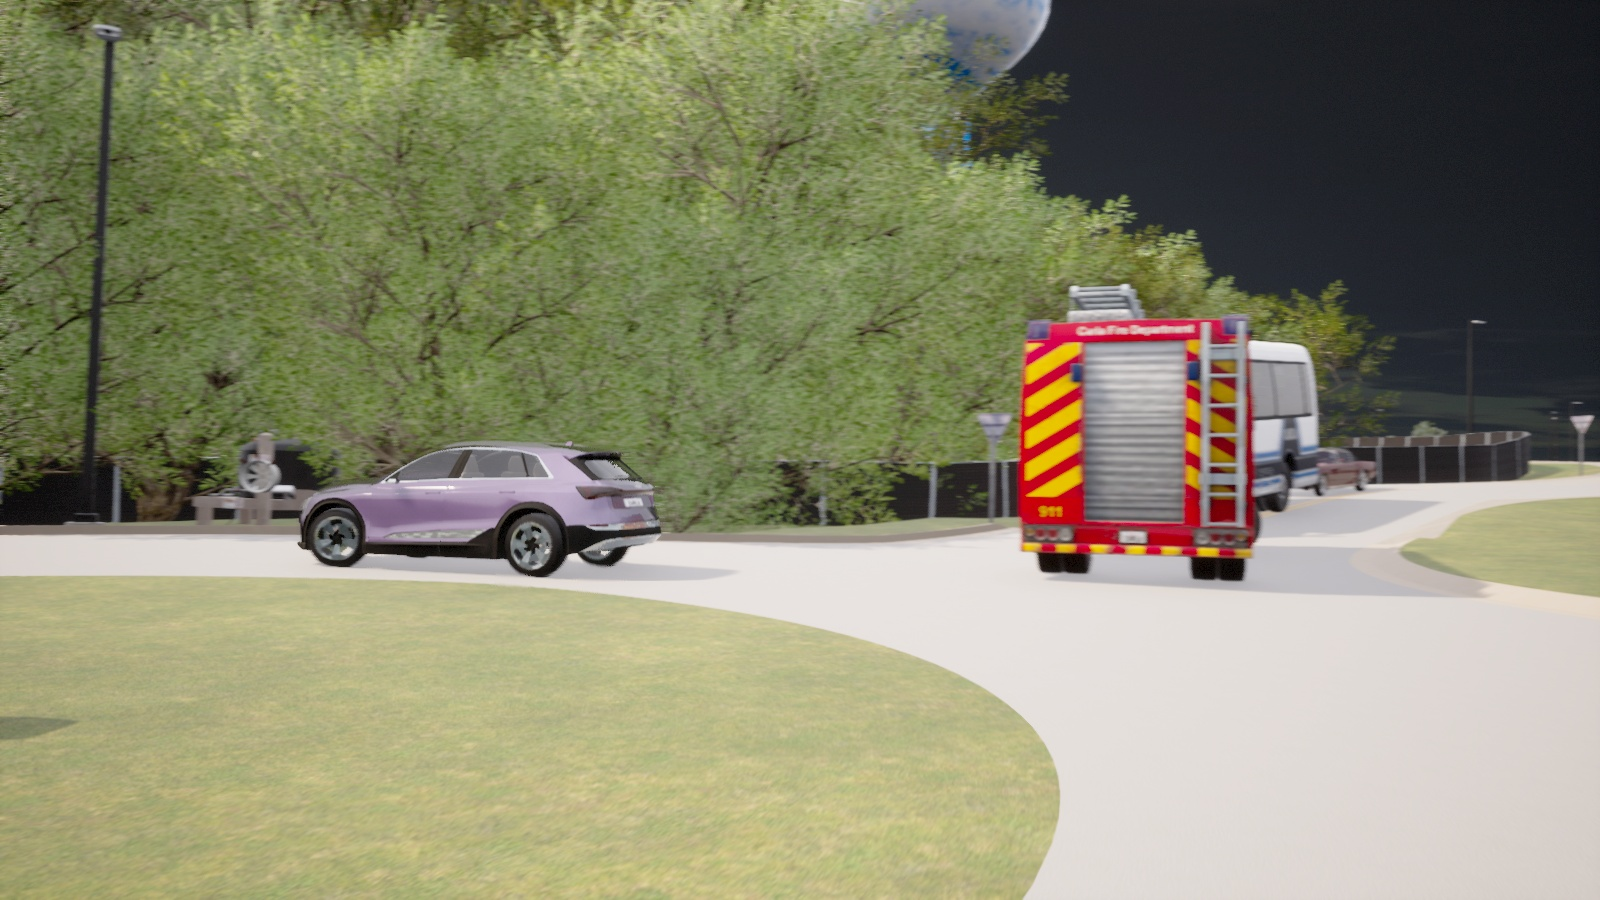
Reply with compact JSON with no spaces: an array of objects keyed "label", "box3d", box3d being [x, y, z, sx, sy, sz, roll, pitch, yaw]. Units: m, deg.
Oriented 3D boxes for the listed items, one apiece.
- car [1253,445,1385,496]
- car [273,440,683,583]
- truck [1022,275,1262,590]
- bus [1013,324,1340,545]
[{"label":"car","box3d":[15.384,0.576,37.099,4.718,1.301,1.895,-2,1,-45]},{"label":"car","box3d":[-4.162,0.720,16.319,4.856,1.649,2.033,0,-1,20]},{"label":"truck","box3d":[5.576,-0.140,19.722,2.891,3.827,8.468,0,-1,18]},{"label":"bus","box3d":[9.204,-0.515,29.418,3.944,4.253,10.273,0,2,37]}]
